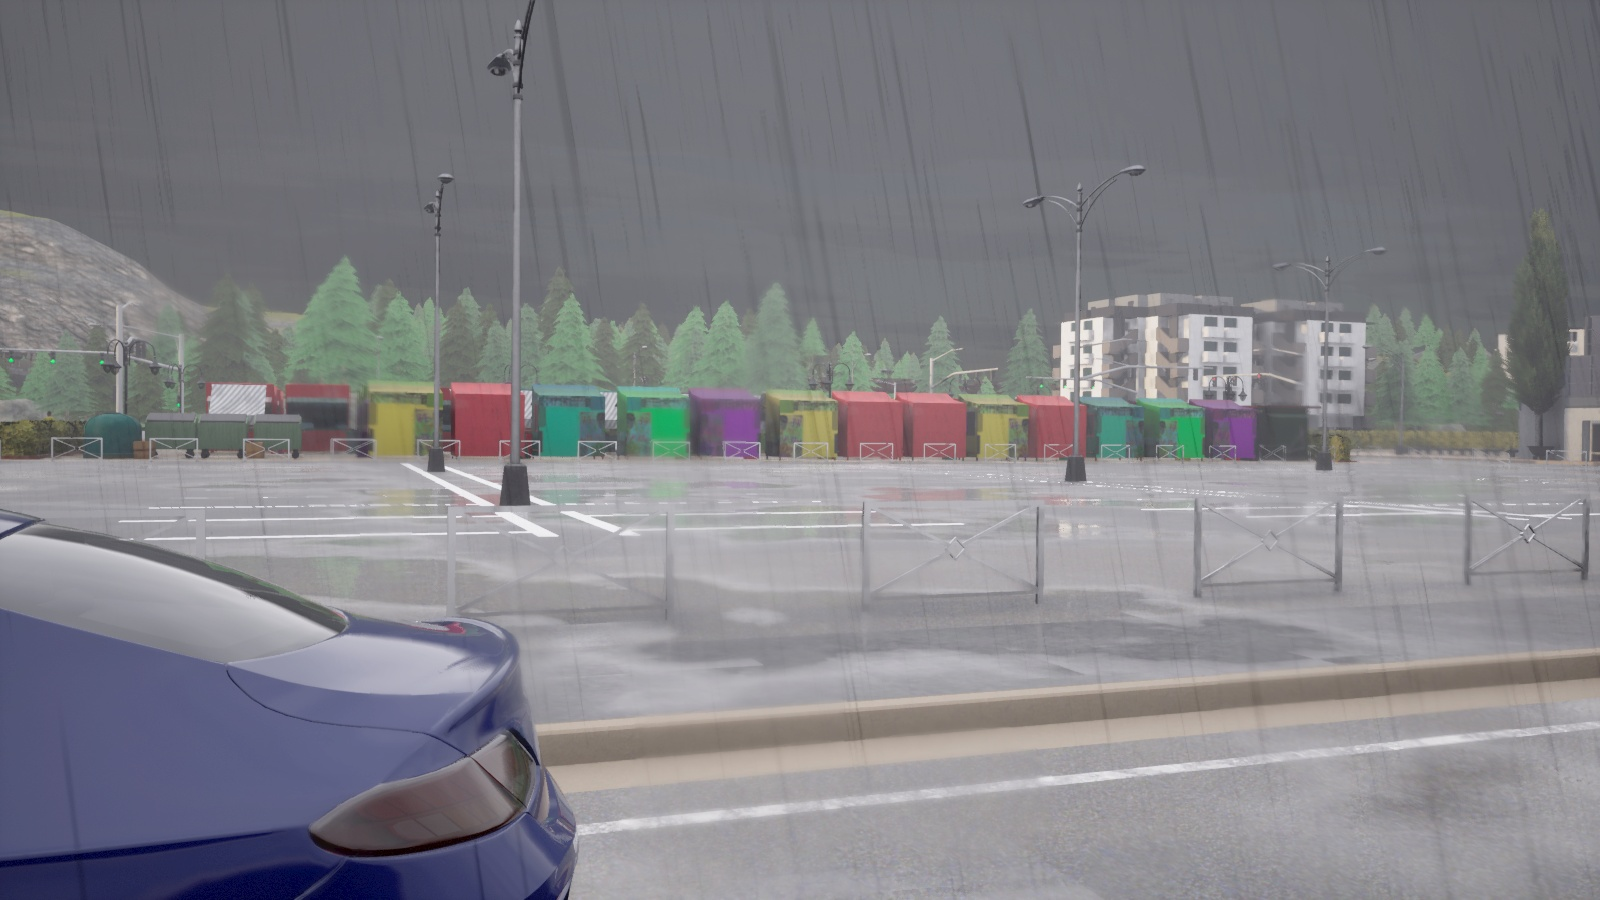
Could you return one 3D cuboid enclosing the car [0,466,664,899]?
[{"bbox_3d":[-2.743,0.818,2.198,4.674,1.442,1.812,-1,1,-21],"label":"car"}]
